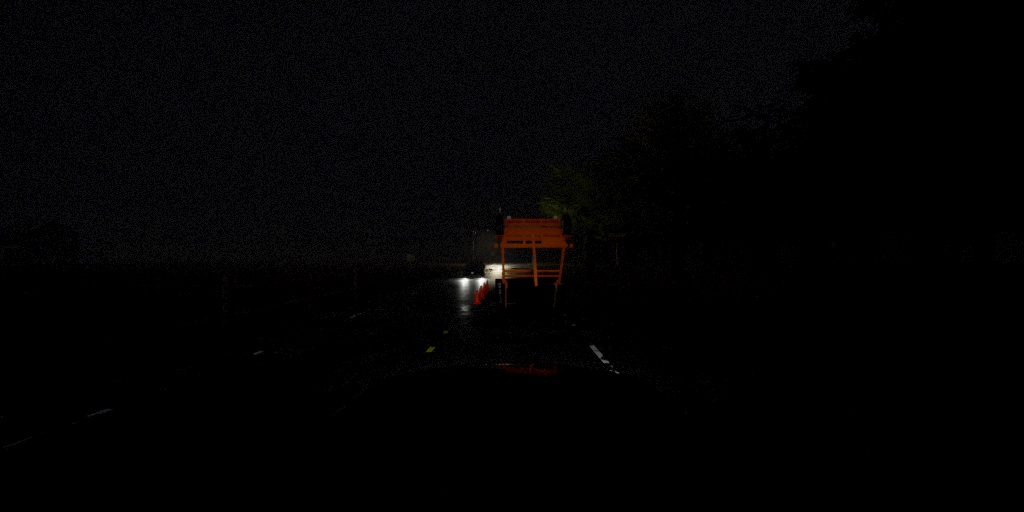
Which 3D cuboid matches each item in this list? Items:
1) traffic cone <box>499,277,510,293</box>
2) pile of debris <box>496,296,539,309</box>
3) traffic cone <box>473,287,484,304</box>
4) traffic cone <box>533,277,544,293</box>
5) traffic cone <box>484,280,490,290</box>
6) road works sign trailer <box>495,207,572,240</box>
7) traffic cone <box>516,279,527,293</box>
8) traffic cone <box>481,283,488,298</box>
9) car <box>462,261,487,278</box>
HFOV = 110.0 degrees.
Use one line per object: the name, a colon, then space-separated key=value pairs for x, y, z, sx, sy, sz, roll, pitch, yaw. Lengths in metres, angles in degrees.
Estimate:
traffic cone: x=-0.441 y=1.688 z=20.893 sx=0.340 sy=0.580 sz=0.340 roll=0 pitch=0 yaw=0
pile of debris: x=0.031 y=1.904 z=14.898 sx=1.860 sy=0.140 sz=1.500 roll=0 pitch=0 yaw=0
traffic cone: x=-1.453 y=1.694 z=14.895 sx=0.340 sy=0.580 sz=0.340 roll=0 pitch=0 yaw=0
traffic cone: x=1.557 y=1.688 z=20.888 sx=0.340 sy=0.580 sz=0.340 roll=0 pitch=0 yaw=0
traffic cone: x=-1.445 y=1.690 z=18.895 sx=0.340 sy=0.580 sz=0.340 roll=0 pitch=0 yaw=0
road works sign trailer: x=0.635 y=-2.366 z=10.103 sx=2.380 sy=3.560 sz=2.880 roll=0 pitch=0 yaw=0
traffic cone: x=0.558 y=1.688 z=20.890 sx=0.340 sy=0.580 sz=0.340 roll=0 pitch=0 yaw=0
traffic cone: x=-1.449 y=1.692 z=16.895 sx=0.340 sy=0.580 sz=0.340 roll=0 pitch=0 yaw=0
car: x=-3.426 y=1.222 z=33.402 sx=1.837 sy=1.490 sz=4.892 roll=0 pitch=0 yaw=0
